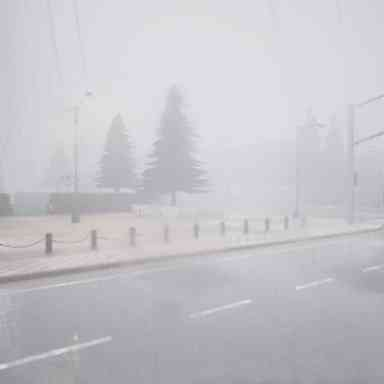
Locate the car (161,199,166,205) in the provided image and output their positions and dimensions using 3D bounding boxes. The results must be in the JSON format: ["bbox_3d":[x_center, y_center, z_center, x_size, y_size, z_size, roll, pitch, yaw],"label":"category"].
[{"bbox_3d":[-6.065,1.514,54.411,1.837,1.490,4.892,0,0,-35],"label":"car"}]
